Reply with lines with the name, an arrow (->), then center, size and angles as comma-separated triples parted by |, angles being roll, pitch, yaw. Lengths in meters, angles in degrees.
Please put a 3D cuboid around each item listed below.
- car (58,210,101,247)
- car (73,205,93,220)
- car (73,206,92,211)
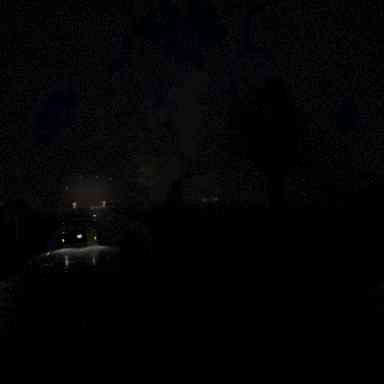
car -> -5.902, 1.950, 17.571 | 1.994, 1.385, 4.181 | -3, 0, -17
car -> -12.936, 2.369, 39.507 | 2.033, 1.411, 5.357 | -3, 0, -17
car -> -8.994, 2.065, 27.156 | 2.128, 1.511, 4.902 | -3, 0, -18
